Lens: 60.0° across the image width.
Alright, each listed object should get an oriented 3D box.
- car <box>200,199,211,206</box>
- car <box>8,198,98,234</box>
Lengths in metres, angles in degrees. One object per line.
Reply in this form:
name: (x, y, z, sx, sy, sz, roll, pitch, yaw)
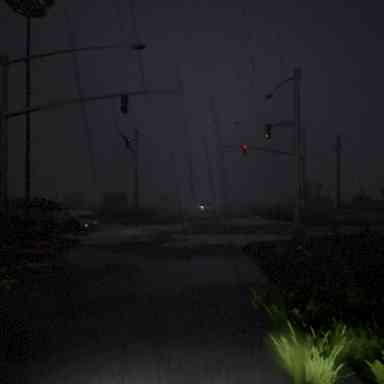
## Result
car: (2.682, 2.135, 65.821, 1.994, 1.385, 4.181, 0, -1, 3)
car: (-8.633, 1.433, 20.282, 5.566, 2.045, 2.150, 2, -1, 1)
